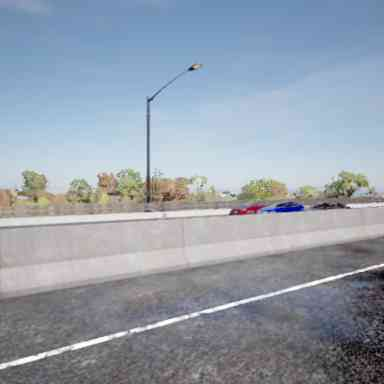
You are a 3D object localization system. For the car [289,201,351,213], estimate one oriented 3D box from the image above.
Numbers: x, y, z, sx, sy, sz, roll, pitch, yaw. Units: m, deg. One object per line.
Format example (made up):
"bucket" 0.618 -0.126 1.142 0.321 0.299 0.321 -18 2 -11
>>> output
"car" 9.341 1.444 23.359 4.892 1.490 1.837 0 0 -35

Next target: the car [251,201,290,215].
"car" 7.144 1.464 26.096 4.674 1.442 1.812 0 0 -35

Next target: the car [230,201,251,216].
"car" 5.300 1.501 29.073 4.181 1.385 1.994 0 0 -35
